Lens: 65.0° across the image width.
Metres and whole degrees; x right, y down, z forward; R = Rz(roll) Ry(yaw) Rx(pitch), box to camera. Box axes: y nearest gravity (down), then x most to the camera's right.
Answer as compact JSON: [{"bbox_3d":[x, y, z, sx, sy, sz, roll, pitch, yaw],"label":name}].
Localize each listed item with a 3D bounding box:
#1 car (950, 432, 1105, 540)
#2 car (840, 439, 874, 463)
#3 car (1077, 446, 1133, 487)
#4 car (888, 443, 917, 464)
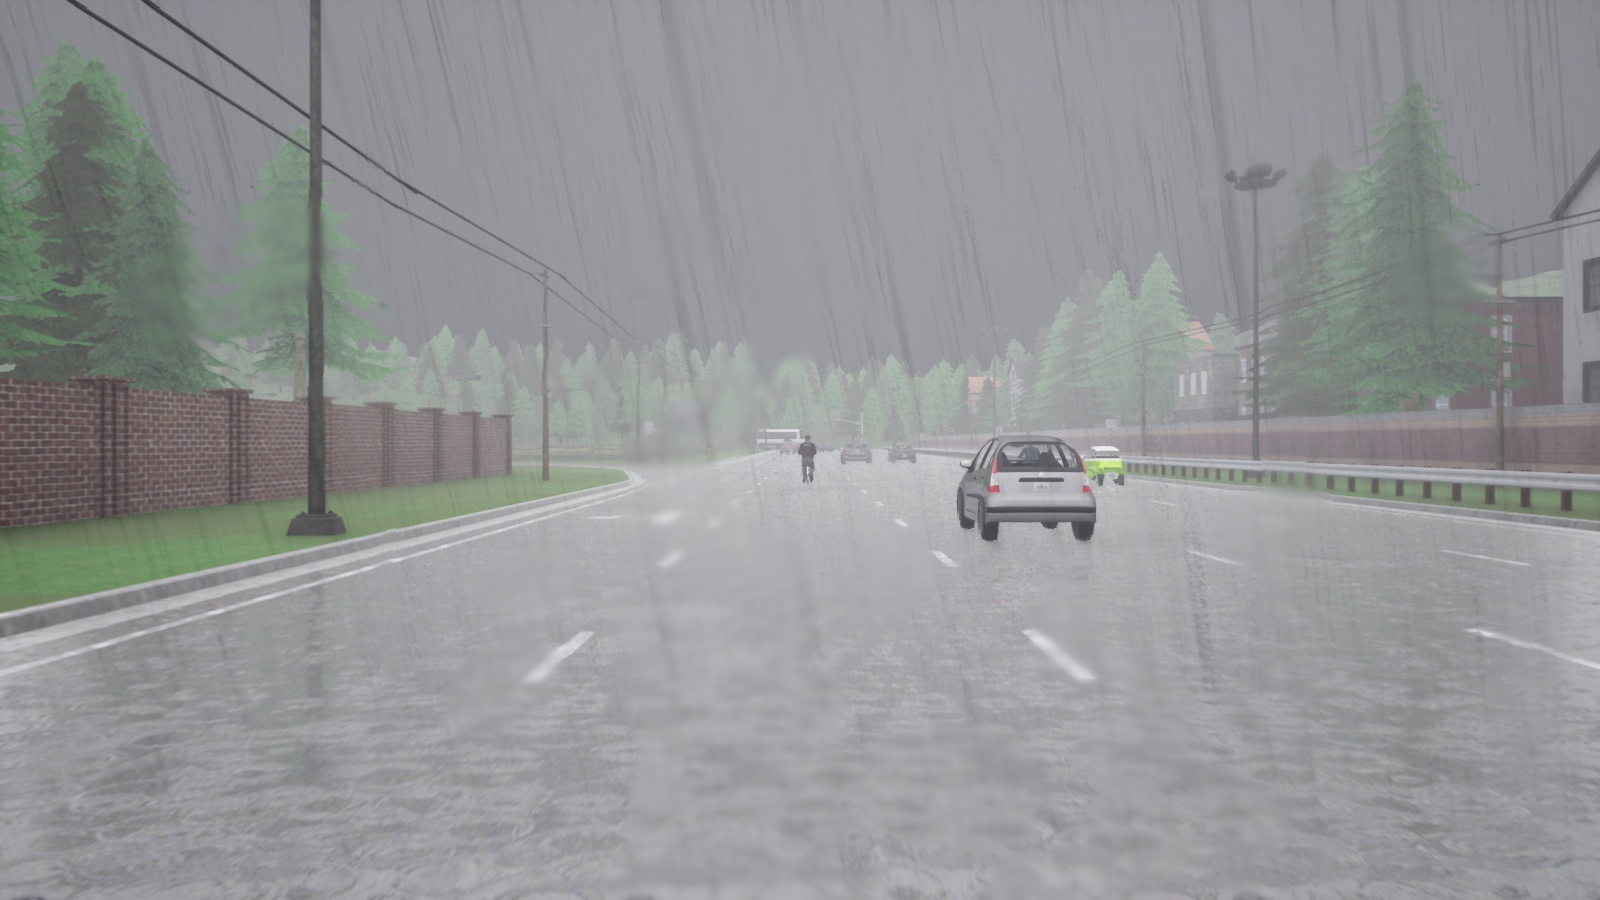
[{"bbox_3d":[3.634,0.531,20.746,1.851,1.617,3.988,0,0,0],"label":"car"},{"bbox_3d":[4.029,0.087,90.015,2.242,1.667,4.611,0,0,0],"label":"car"},{"bbox_3d":[10.769,0.559,44.448,1.481,1.376,2.207,0,1,0],"label":"car"},{"bbox_3d":[7.545,0.244,92.728,1.816,1.474,4.193,0,0,0],"label":"car"}]
